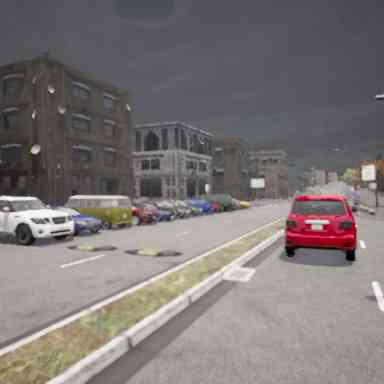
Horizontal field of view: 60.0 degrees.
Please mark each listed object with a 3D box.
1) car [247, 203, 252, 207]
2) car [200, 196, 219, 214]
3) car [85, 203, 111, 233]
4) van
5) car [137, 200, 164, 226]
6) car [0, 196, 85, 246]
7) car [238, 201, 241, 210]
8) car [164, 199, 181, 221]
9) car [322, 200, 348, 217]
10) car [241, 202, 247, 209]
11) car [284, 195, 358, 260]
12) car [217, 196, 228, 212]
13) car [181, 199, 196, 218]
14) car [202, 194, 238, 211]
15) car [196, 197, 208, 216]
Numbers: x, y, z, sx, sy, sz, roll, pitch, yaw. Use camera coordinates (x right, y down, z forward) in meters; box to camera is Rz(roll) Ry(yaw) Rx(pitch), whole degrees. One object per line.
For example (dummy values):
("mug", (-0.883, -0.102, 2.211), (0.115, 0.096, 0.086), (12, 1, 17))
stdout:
("car", (5.501, 1.555, 45.564), (5.366, 1.575, 1.946), (0, -1, 24))
("car", (-0.284, 1.457, 33.056), (5.008, 1.535, 2.097), (0, 0, 24))
("car", (-7.034, 1.495, 17.960), (4.674, 1.452, 2.002), (0, 0, 24))
("van", (-5.965, 1.220, 20.633), (4.442, 1.987, 1.878), (0, 0, 24))
("car", (-4.789, 1.441, 22.994), (5.008, 1.535, 2.097), (0, 0, 24))
("car", (-8.132, 1.215, 15.427), (5.566, 2.045, 2.435), (0, 0, 24))
("car", (3.112, 1.381, 40.594), (4.553, 1.767, 2.185), (0, -1, 24))
("car", (-3.633, 1.469, 25.495), (4.792, 1.488, 2.163), (0, 0, 24))
("car", (13.582, 1.465, 31.404), (2.033, 1.411, 5.357), (0, -1, 25))
("car", (4.204, 1.571, 43.123), (4.674, 1.452, 2.002), (0, -1, 24))
("car", (4.845, 1.127, 12.366), (2.150, 2.045, 5.566), (0, 0, 25))
("car", (0.831, 1.470, 35.576), (5.008, 1.535, 2.097), (0, 0, 24))
("car", (-2.543, 1.443, 28.027), (4.892, 1.521, 2.231), (0, 0, 24))
("car", (1.932, 1.236, 38.104), (5.566, 2.045, 2.435), (0, -1, 24))
("car", (-1.418, 1.449, 30.543), (4.892, 1.521, 2.231), (0, 0, 24))
